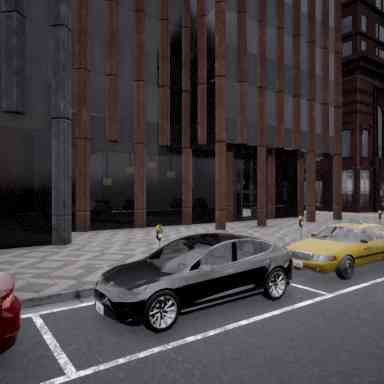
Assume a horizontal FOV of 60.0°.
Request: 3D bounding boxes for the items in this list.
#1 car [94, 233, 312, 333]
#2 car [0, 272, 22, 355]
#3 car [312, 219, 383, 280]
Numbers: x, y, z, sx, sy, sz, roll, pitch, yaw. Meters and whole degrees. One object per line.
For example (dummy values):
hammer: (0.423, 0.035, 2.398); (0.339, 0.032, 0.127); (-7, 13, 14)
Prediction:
car: (0.238, 1.566, 6.811); (4.313, 1.339, 1.947); (0, 0, -35)
car: (-4.357, 1.545, 3.547); (4.507, 1.381, 1.887); (0, 0, -35)
car: (4.695, 1.527, 9.976); (4.829, 1.417, 1.752); (0, 0, -35)
